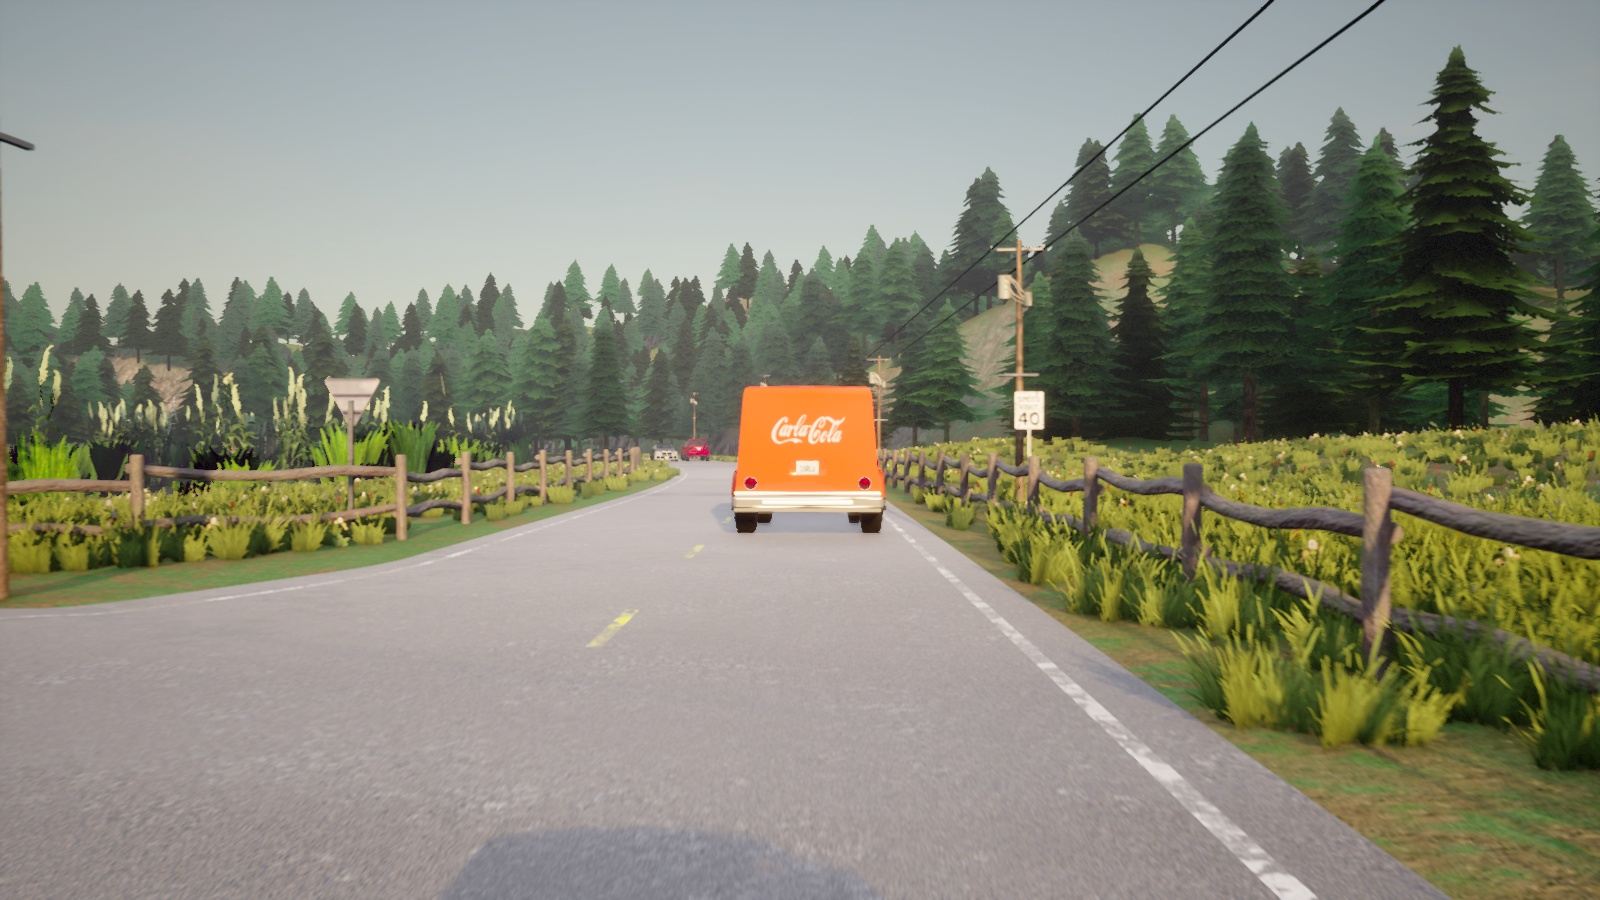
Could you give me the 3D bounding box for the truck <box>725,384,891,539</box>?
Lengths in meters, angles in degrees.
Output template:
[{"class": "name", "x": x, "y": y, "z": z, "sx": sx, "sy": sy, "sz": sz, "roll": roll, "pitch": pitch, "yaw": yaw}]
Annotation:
[{"class": "truck", "x": 0.162, "y": 0.168, "z": 22.619, "sx": 2.627, "sy": 2.467, "sz": 5.204, "roll": 0, "pitch": 0, "yaw": 1}]
